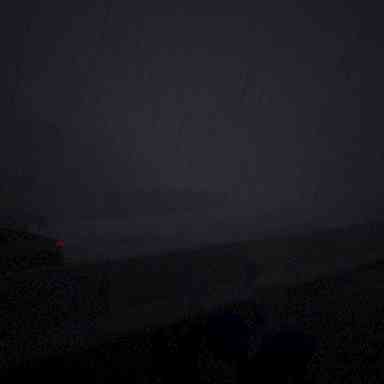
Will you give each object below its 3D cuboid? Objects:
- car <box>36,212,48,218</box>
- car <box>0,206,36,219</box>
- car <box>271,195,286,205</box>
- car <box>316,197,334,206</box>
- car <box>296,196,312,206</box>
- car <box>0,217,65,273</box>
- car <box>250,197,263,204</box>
[{"bbox_3d":[-10.509,1.539,18.211,5.008,1.535,1.882,0,0,-39],"label":"car"},{"bbox_3d":[-9.762,1.548,14.393,4.902,1.511,2.128,0,0,-38],"label":"car"},{"bbox_3d":[14.824,1.286,57.109,2.097,1.767,4.553,0,0,7],"label":"car"},{"bbox_3d":[21.451,1.447,53.887,2.033,1.411,5.357,0,0,10],"label":"car"},{"bbox_3d":[17.491,1.397,51.901,1.882,1.535,5.008,0,0,11],"label":"car"},{"bbox_3d":[-5.632,1.598,8.796,4.181,1.385,1.994,0,0,-38],"label":"car"},{"bbox_3d":[11.602,1.518,60.102,1.994,1.385,4.181,0,0,4],"label":"car"}]
